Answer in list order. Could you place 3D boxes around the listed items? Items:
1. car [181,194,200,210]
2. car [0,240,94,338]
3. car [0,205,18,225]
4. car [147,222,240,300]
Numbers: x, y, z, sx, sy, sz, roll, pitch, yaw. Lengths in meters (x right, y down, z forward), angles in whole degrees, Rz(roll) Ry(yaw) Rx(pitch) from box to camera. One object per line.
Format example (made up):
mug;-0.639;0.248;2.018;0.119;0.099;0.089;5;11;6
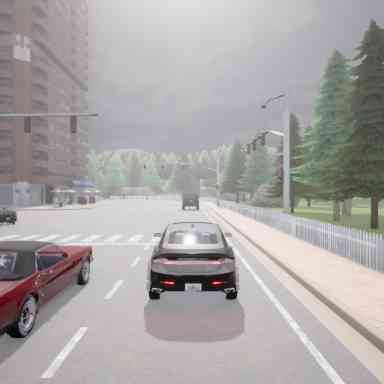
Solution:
car;-0.187;1.221;43.794;2.150;2.045;5.566;0;0;-1
car;-3.451;1.601;6.529;1.895;1.301;4.718;0;0;0
car;-14.340;1.526;23.430;5.008;1.535;1.882;0;-1;30
car;0.022;1.492;8.378;2.128;1.511;4.902;0;0;0
